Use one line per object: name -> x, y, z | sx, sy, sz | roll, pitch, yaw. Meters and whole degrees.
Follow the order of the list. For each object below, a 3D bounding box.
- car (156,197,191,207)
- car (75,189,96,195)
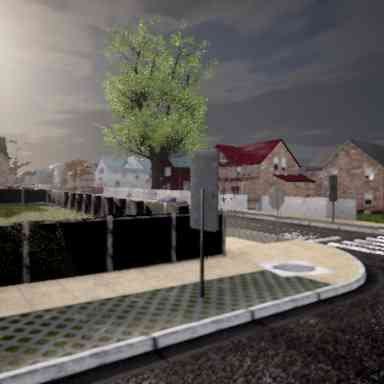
car -> -1.405, 1.099, 25.597 | 1.994, 1.385, 4.181 | 1, 1, -35
car -> -14.133, 0.356, 44.008 | 2.128, 1.511, 4.902 | 1, 1, -34
